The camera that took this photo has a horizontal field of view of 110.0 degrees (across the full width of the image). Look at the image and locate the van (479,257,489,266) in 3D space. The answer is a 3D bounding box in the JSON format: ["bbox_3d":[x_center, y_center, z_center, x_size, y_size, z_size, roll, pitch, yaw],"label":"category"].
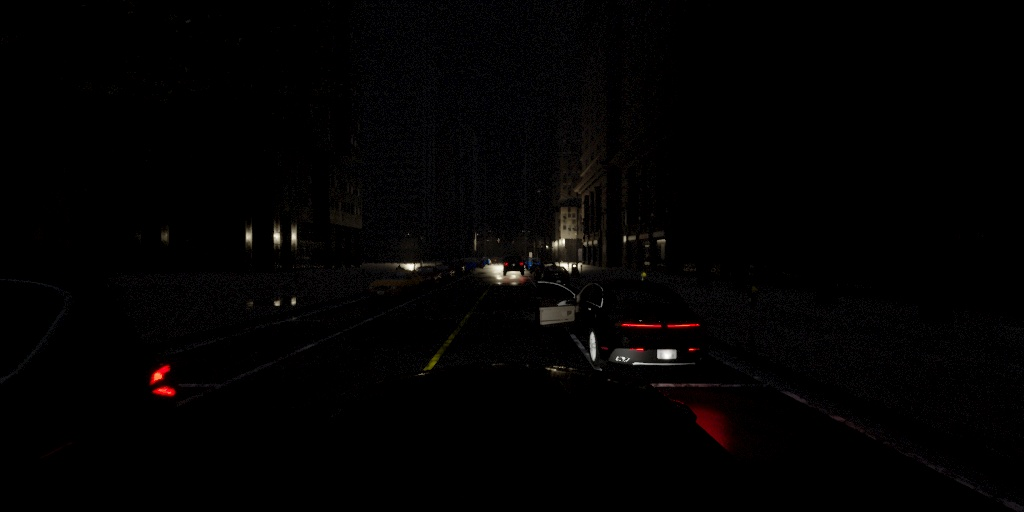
[{"bbox_3d":[-5.592,1.111,63.631,1.690,1.789,3.998,0,0,0],"label":"van"}]

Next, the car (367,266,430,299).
[{"bbox_3d":[-5.717,1.277,18.041,1.751,1.417,4.829,0,0,0],"label":"car"}]

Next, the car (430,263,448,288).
[{"bbox_3d":[-5.701,1.335,23.889,1.802,1.307,4.207,0,0,0],"label":"car"}]

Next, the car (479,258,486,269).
[{"bbox_3d":[-5.608,1.349,57.953,1.802,1.307,4.207,0,0,0],"label":"car"}]

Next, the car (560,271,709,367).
[{"bbox_3d":[2.372,1.255,7.899,1.837,1.490,4.892,0,0,0],"label":"car"}]

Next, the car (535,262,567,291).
[{"bbox_3d":[2.824,1.304,23.874,2.007,1.370,4.403,0,0,0],"label":"car"}]

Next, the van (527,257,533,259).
[{"bbox_3d":[2.886,1.102,46.585,1.690,1.789,3.998,0,0,0],"label":"van"}]

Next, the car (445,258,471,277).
[{"bbox_3d":[-5.670,1.071,35.244,2.192,1.841,5.009,0,0,0],"label":"car"}]

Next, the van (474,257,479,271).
[{"bbox_3d":[-5.639,1.102,46.599,1.690,1.789,3.998,0,0,0],"label":"van"}]

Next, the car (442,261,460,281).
[{"bbox_3d":[-5.686,1.337,29.566,1.802,1.307,4.207,0,0,0],"label":"car"}]

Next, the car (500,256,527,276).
[{"bbox_3d":[0.183,0.979,38.296,2.150,2.045,5.566,0,0,0],"label":"car"}]

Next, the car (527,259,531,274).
[{"bbox_3d":[2.871,1.309,40.907,2.007,1.370,4.403,0,0,0],"label":"car"}]

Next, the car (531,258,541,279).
[{"bbox_3d":[2.840,1.195,29.551,1.967,1.591,4.097,0,0,0],"label":"car"}]

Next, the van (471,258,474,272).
[{"bbox_3d":[-5.654,1.099,40.921,1.690,1.789,3.998,0,0,0],"label":"van"}]
